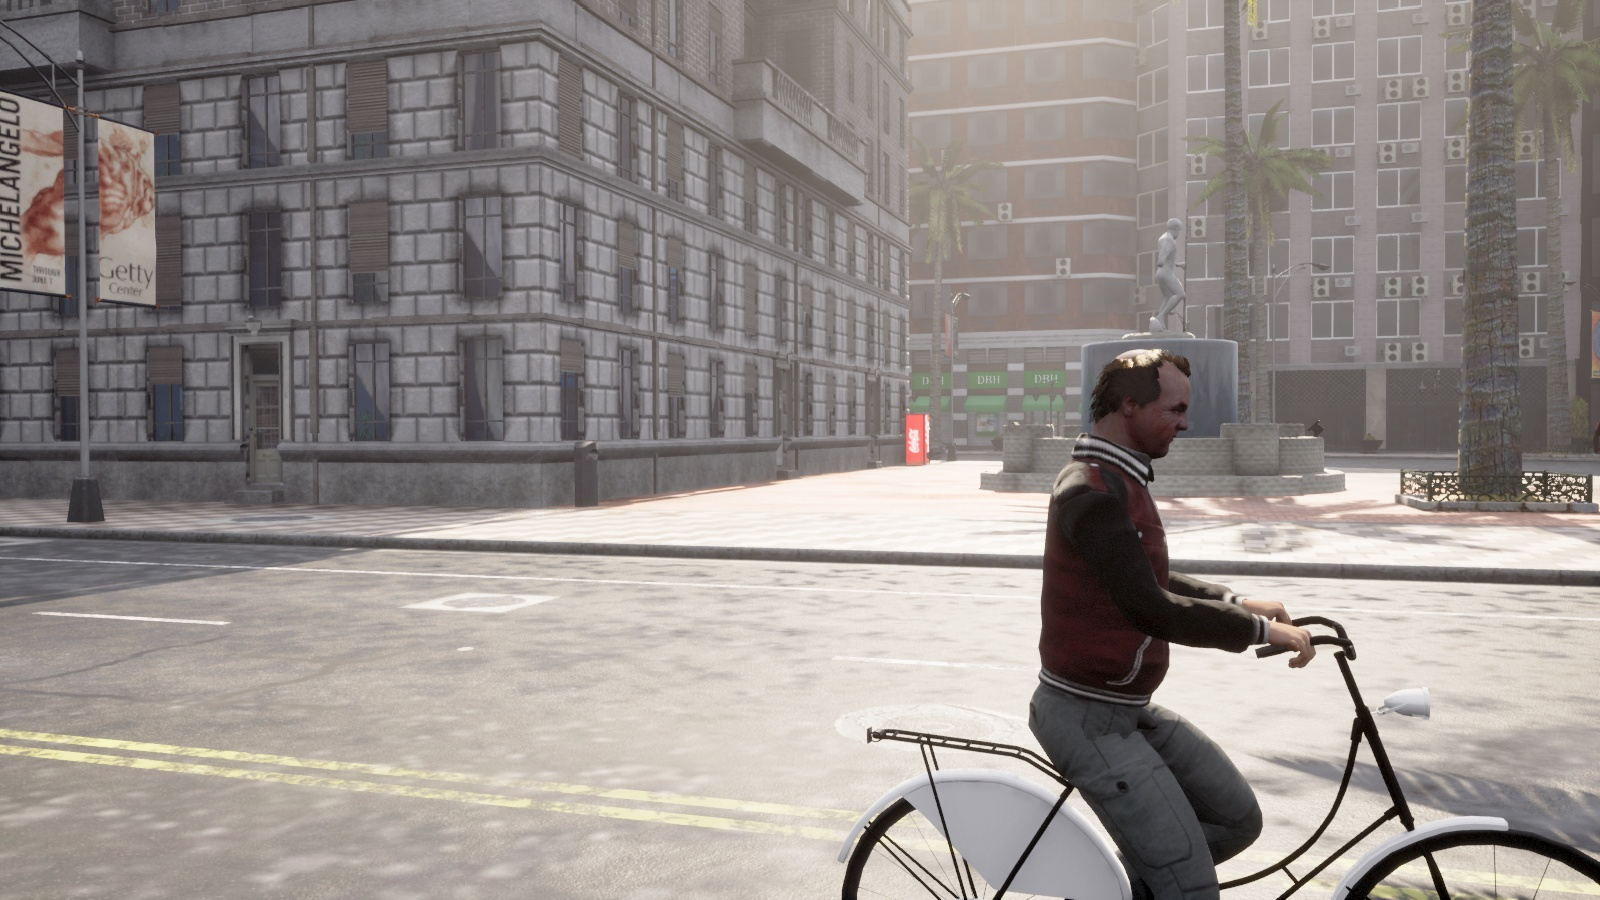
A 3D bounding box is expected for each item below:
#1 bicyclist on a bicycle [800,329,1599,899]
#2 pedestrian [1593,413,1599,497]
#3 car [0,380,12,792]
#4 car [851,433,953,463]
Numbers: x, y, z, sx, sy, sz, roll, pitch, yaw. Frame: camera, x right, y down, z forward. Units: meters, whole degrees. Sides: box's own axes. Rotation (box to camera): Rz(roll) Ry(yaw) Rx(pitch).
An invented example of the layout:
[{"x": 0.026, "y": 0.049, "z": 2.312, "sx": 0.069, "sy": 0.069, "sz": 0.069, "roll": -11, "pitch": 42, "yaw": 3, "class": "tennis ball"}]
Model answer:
[{"x": 0.978, "y": 0.655, "z": 2.875, "sx": 1.843, "sy": 1.776, "sz": 0.659, "roll": 0, "pitch": 1, "yaw": 19, "class": "bicyclist on a bicycle"}, {"x": 17.362, "y": 0.117, "z": 26.925, "sx": 0.328, "sy": 1.805, "sz": 0.869, "roll": 0, "pitch": 1, "yaw": 13, "class": "pedestrian"}, {"x": -5.907, "y": 0.581, "z": 5.163, "sx": 4.553, "sy": 1.767, "sz": 2.097, "roll": 0, "pitch": 1, "yaw": 18, "class": "car"}, {"x": 5.038, "y": -0.123, "z": 62.114, "sx": 4.674, "sy": 1.442, "sz": 1.812, "roll": 1, "pitch": 1, "yaw": 22, "class": "car"}]
